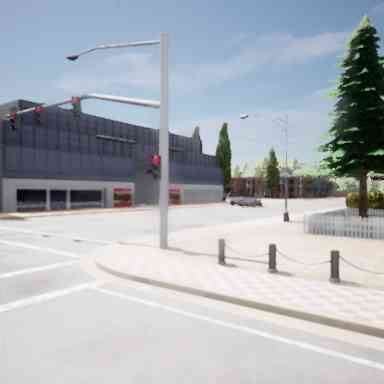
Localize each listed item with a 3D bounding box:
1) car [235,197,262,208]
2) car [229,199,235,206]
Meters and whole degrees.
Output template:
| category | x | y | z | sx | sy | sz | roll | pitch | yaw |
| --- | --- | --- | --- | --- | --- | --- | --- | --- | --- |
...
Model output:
| category | x | y | z | sx | sy | sz | roll | pitch | yaw |
| --- | --- | --- | --- | --- | --- | --- | --- | --- | --- |
| car | 8.123 | 1.458 | 46.003 | 1.994 | 1.385 | 4.181 | 0 | 0 | 36 |
| car | 7.741 | 1.423 | 51.390 | 2.033 | 1.411 | 5.357 | 0 | 0 | 36 |
